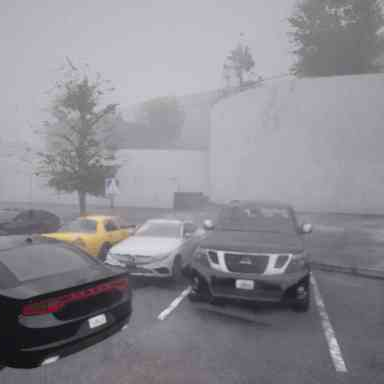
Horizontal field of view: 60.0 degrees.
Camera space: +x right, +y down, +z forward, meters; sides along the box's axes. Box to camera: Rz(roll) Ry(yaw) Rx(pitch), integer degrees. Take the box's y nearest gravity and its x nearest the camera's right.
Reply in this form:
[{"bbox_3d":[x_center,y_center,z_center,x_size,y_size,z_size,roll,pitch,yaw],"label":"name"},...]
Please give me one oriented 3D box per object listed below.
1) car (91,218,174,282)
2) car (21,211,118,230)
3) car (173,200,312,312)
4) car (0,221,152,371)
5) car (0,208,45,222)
[{"bbox_3d":[-0.810,1.536,10.056,2.002,1.452,4.674,1,-1,15],"label":"car"},{"bbox_3d":[-3.217,1.493,11.974,1.946,1.575,5.366,0,-1,15],"label":"car"},{"bbox_3d":[1.635,1.247,8.284,2.435,2.045,5.566,1,-1,15],"label":"car"},{"bbox_3d":[-3.215,1.486,5.662,5.008,1.535,1.882,0,0,35],"label":"car"},{"bbox_3d":[-8.159,1.508,15.247,2.163,1.488,4.792,1,-1,15],"label":"car"}]
